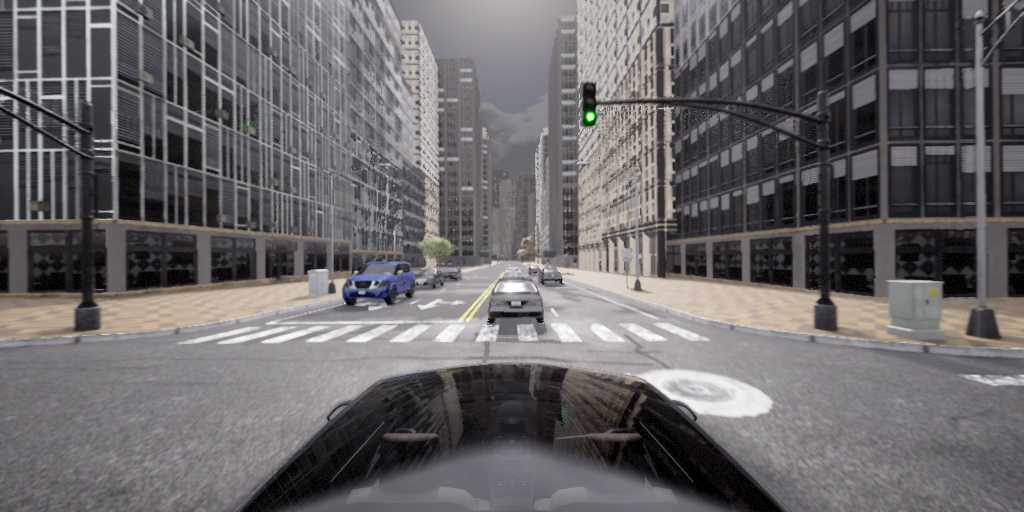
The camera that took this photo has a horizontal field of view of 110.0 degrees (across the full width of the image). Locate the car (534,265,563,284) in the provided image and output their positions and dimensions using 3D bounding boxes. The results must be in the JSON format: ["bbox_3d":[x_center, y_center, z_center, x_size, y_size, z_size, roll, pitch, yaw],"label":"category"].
[{"bbox_3d":[3.376,1.736,32.034,2.033,1.411,5.357,-1,-1,0],"label":"car"}]

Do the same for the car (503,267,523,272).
[{"bbox_3d":[0.130,1.800,35.601,1.812,1.442,4.674,-1,-1,0],"label":"car"}]

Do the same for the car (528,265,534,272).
[{"bbox_3d":[3.349,2.059,53.070,2.033,1.411,5.357,-1,-1,1],"label":"car"}]

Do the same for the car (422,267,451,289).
[{"bbox_3d":[-6.544,1.717,28.412,2.128,1.511,4.902,-1,-1,0],"label":"car"}]

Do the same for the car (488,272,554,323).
[{"bbox_3d":[0.115,1.472,13.017,2.033,1.411,5.357,-1,-1,0],"label":"car"}]

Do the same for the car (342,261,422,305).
[{"bbox_3d":[-6.591,1.293,18.499,2.150,2.045,5.566,-1,-1,0],"label":"car"}]

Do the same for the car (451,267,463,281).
[{"bbox_3d":[-6.469,1.932,38.715,2.033,1.411,5.357,-1,-1,0],"label":"car"}]
